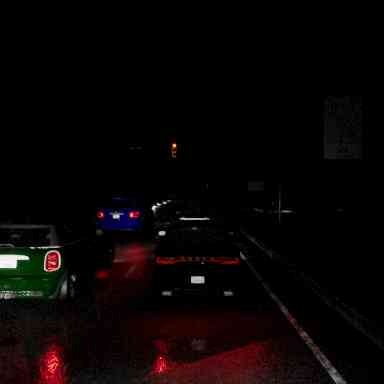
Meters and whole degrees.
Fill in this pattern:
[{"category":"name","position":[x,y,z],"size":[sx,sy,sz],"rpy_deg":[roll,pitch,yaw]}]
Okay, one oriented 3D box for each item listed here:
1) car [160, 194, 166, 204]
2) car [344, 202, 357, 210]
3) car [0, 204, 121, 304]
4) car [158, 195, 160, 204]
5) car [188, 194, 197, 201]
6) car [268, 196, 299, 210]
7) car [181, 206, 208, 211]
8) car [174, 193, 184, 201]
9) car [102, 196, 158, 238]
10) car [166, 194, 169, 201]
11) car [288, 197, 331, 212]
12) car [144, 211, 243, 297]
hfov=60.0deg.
[{"category":"car","position":[-6.931,1.547,65.714],"size":[2.033,1.411,5.357],"rpy_deg":[0,0,1]},{"category":"car","position":[21.088,1.561,41.448],"size":[4.181,1.385,1.994],"rpy_deg":[0,0,3]},{"category":"car","position":[-3.388,1.352,8.276],"size":[2.097,1.767,4.553],"rpy_deg":[0,0,0]},{"category":"car","position":[-7.002,1.505,55.801],"size":[1.837,1.490,4.892],"rpy_deg":[0,0,0]},{"category":"car","position":[0.128,1.348,85.967],"size":[2.097,1.767,4.553],"rpy_deg":[0,0,0]},{"category":"car","position":[12.009,1.352,41.970],"size":[4.553,1.767,2.097],"rpy_deg":[0,0,3]},{"category":"car","position":[0.127,1.491,18.148],"size":[2.128,1.511,4.902],"rpy_deg":[0,0,0]},{"category":"car","position":[-3.372,1.218,85.650],"size":[2.150,2.045,5.566],"rpy_deg":[0,0,0]},{"category":"car","position":[-3.393,1.221,17.893],"size":[2.150,2.045,5.566],"rpy_deg":[0,0,2]},{"category":"car","position":[-6.887,1.478,75.848],"size":[1.882,1.535,5.008],"rpy_deg":[0,0,0]},{"category":"car","position":[13.764,1.564,38.361],"size":[4.181,1.385,1.994],"rpy_deg":[0,0,3]},{"category":"car","position":[0.113,1.478,8.648],"size":[1.882,1.535,5.008],"rpy_deg":[0,0,0]}]
